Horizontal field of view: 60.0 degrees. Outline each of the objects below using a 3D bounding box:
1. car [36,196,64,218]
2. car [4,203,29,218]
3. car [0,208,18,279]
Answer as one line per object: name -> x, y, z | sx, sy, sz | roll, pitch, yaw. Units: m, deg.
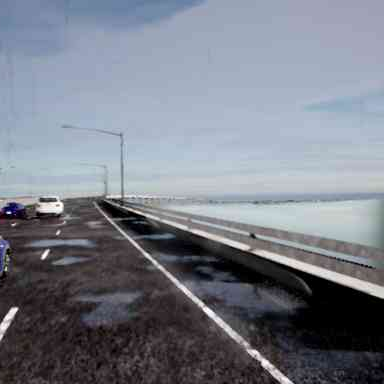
car -> -13.962, 1.423, 32.911 | 2.150, 2.045, 5.566 | -1, 0, -18
car -> -17.780, 1.785, 33.355 | 1.812, 1.442, 4.674 | -1, 0, -18
car -> -5.498, 1.435, 7.328 | 2.097, 1.767, 4.553 | -1, 0, -19
